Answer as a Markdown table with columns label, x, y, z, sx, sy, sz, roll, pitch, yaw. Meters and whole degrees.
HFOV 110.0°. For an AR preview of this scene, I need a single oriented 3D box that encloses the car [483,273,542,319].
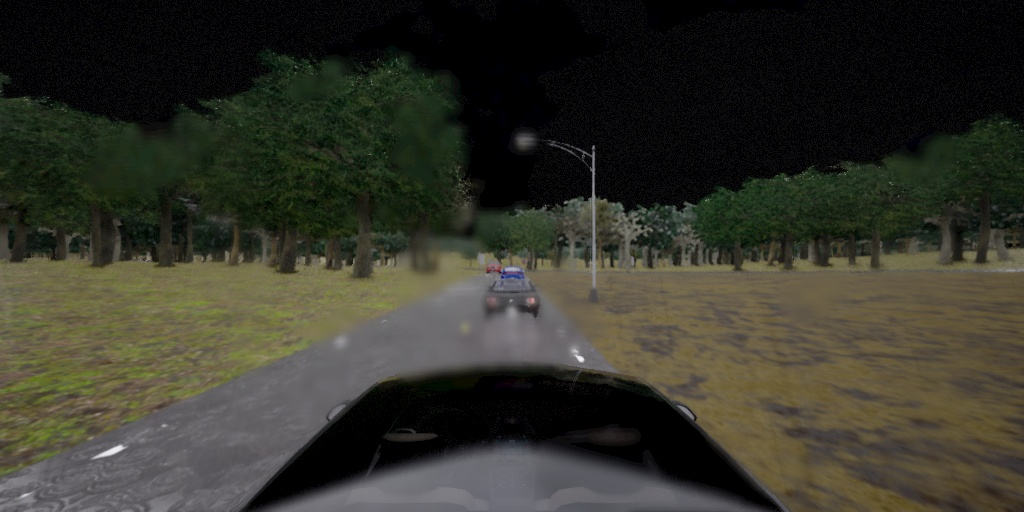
| label | x | y | z | sx | sy | sz | roll | pitch | yaw |
| --- | --- | --- | --- | --- | --- | --- | --- | --- | --- |
| car | 0.039 | 1.492 | 13.547 | 1.895 | 1.301 | 4.718 | 0 | -1 | 0 |

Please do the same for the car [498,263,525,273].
| label | x | y | z | sx | sy | sz | roll | pitch | yaw |
| --- | --- | --- | --- | --- | --- | --- | --- | --- | --- |
| car | 0.056 | 1.575 | 30.422 | 1.882 | 1.535 | 5.008 | 0 | 0 | 0 |

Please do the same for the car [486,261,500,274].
| label | x | y | z | sx | sy | sz | roll | pitch | yaw |
| --- | --- | --- | --- | --- | --- | --- | --- | --- | --- |
| car | -2.780 | 1.718 | 55.213 | 2.150 | 2.045 | 5.566 | 0 | -1 | 1 |
